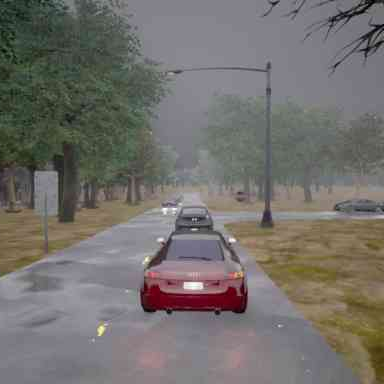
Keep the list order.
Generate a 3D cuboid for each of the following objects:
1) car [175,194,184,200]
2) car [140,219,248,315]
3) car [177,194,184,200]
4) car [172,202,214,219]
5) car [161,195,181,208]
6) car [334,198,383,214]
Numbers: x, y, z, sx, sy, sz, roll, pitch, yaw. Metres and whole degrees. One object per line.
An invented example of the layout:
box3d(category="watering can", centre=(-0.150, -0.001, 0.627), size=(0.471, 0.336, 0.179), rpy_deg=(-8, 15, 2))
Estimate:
box3d(category="car", centre=(-2.853, 1.102, 76.537), size=(2.033, 1.411, 5.357), rpy_deg=(0, 0, 0))
box3d(category="car", centre=(0.092, 1.556, 7.636), size=(1.994, 1.385, 4.181), rpy_deg=(0, 0, 2))
box3d(category="car", centre=(-2.953, 1.293, 60.627), size=(1.837, 1.490, 4.892), rpy_deg=(0, 0, 0))
box3d(category="car", centre=(0.117, 1.478, 17.449), size=(1.837, 1.490, 4.892), rpy_deg=(0, 0, 0))
box3d(category="car", centre=(-2.992, 1.429, 45.327), size=(1.994, 1.385, 4.181), rpy_deg=(1, 0, 1))
box3d(category="car", centre=(15.572, 1.288, 31.139), size=(4.181, 1.385, 1.994), rpy_deg=(-1, 1, 2))
